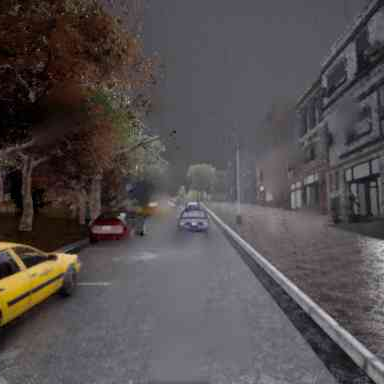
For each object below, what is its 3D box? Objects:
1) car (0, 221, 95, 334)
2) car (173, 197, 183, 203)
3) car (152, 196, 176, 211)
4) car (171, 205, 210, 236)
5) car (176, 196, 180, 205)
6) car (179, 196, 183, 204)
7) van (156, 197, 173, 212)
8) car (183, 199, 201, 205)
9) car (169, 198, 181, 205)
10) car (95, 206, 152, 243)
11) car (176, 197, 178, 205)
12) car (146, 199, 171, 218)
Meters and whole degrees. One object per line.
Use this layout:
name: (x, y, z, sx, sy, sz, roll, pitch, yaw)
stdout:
car: (-3.647, 1.533, 5.937, 1.946, 1.575, 5.366, 0, -1, 2)
car: (-3.671, 2.128, 89.278, 2.185, 1.767, 4.553, 0, -1, 2)
car: (-3.660, 1.561, 39.207, 2.435, 2.045, 5.566, 0, -1, 2)
car: (0.097, 1.722, 19.673, 2.033, 1.411, 5.357, 0, 0, 0)
car: (-3.663, 1.952, 55.881, 2.097, 1.535, 5.008, 0, -1, 2)
car: (-3.667, 1.927, 66.997, 2.185, 1.767, 4.553, 0, -1, 2)
van: (-3.657, 1.632, 44.865, 1.878, 1.987, 4.442, 0, -1, 2)
car: (0.092, 1.874, 41.281, 1.812, 1.442, 4.674, 0, -1, 0)
car: (-3.666, 2.143, 72.594, 2.002, 1.452, 4.674, 0, -1, 2)
car: (-3.655, 1.661, 16.923, 2.163, 1.488, 4.792, 0, -1, 2)
car: (-3.655, 1.903, 50.501, 1.946, 1.575, 5.366, 0, -1, 2)
car: (-3.659, 1.767, 33.601, 2.097, 1.535, 5.008, 0, -1, 2)
